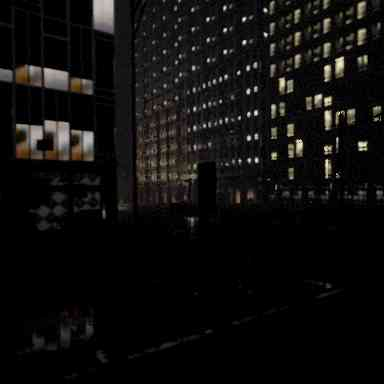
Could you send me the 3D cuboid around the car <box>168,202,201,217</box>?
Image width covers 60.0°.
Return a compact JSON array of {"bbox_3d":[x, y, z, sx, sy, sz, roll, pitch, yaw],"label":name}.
[{"bbox_3d":[-0.797,1.876,35.957,1.837,1.490,4.892,-1,0,-37],"label":"car"}]
